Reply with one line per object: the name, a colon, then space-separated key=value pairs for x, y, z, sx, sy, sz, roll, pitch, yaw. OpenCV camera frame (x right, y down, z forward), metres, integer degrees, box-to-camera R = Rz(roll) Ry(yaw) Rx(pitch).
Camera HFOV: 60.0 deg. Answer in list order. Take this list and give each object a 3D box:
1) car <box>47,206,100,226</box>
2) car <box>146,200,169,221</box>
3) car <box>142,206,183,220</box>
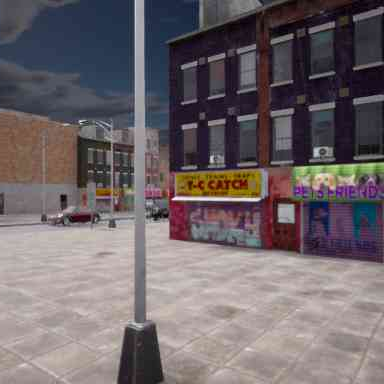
car: x=-9.487 y=1.825 z=26.712 sx=1.967 sy=1.590 sz=4.097 roll=-2 pitch=-2 yaw=36
car: x=-1.664 y=1.799 z=32.741 sx=2.150 sy=2.045 sz=5.566 roll=0 pitch=-1 yaw=36
car: x=-3.063 y=2.170 z=35.504 sx=2.008 sy=1.369 sz=4.403 roll=-2 pitch=-2 yaw=36
